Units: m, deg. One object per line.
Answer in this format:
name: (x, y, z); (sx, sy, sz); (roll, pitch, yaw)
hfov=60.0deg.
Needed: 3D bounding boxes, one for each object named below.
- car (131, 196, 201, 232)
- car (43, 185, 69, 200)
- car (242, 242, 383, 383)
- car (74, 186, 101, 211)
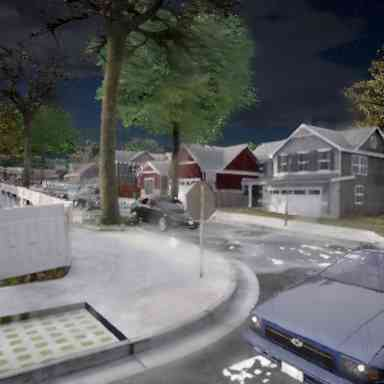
car: (-1.405, 0.994, 16.484); (1.837, 1.490, 4.892); (1, 2, -35)
car: (-14.403, 0.029, 35.127); (1.837, 1.490, 4.892); (1, 3, -35)
car: (3.301, 1.563, 5.192); (5.357, 1.411, 2.033); (-1, 2, -35)
car: (-7.138, 0.415, 24.701); (2.097, 1.767, 4.553); (1, 2, -35)
